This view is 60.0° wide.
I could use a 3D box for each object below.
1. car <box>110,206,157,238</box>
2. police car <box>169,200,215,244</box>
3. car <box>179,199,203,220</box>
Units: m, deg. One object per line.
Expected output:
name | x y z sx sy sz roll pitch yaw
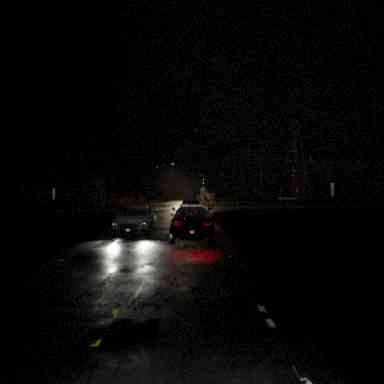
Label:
car | -2.893 1.459 17.363 1.812 1.442 4.674 0 0 0
police car | -0.011 1.364 15.663 1.930 1.638 5.238 0 0 0
car | -0.108 1.420 28.132 1.837 1.490 4.892 0 0 0
